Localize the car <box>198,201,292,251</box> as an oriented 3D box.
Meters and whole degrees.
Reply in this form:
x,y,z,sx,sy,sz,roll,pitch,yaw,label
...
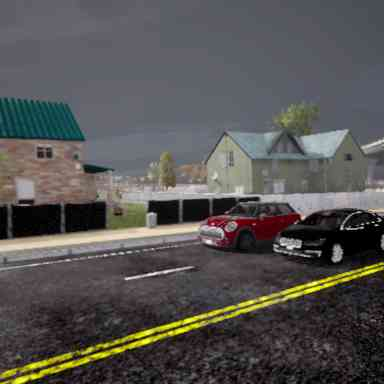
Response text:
x,y,z,sx,sy,sz,roll,pitch,yaw,label
2.439,1.189,13.406,4.553,1.767,2.097,-1,1,-35,car

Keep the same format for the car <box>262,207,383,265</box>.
x,y,z,sx,sy,sz,roll,pitch,yaw,label
4.821,1.332,11.113,4.892,1.490,1.837,-1,1,-35,car
